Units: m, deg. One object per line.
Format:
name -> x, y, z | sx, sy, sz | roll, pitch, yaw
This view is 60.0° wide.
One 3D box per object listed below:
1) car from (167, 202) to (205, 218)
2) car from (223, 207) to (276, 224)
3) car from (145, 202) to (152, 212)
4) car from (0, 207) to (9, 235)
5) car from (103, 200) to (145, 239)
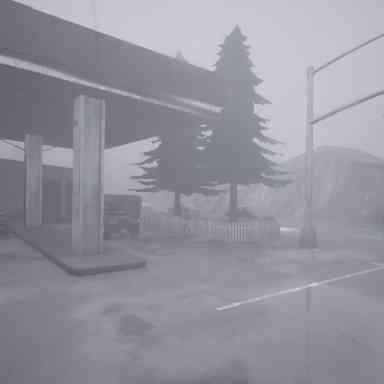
car -> -0.672, 1.721, 31.899 | 1.812, 1.442, 4.674 | 1, 0, -35
car -> 4.244, 1.817, 24.900 | 1.994, 1.385, 4.181 | 1, 0, -35
car -> -6.536, 1.652, 40.227 | 1.812, 1.442, 4.674 | 1, 0, -35
car -> -11.604, 1.521, 18.514 | 2.242, 1.667, 4.611 | 1, 0, -36
car -> -4.473, 1.446, 18.305 | 1.905, 1.878, 3.866 | 1, 0, -36
